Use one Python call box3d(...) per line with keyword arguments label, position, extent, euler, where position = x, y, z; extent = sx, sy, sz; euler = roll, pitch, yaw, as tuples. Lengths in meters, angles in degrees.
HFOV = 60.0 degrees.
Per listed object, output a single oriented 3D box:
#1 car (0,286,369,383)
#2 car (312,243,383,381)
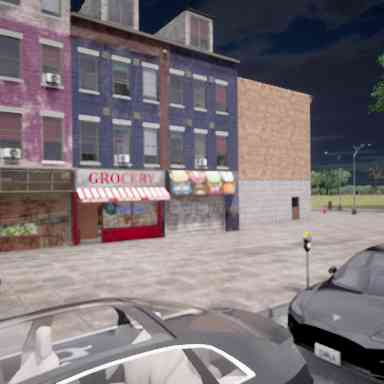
box3d(label="car", position=(-1.041, 1.550, 2.081), extent=(4.403, 1.369, 2.008), euler=(0, -1, -35))
box3d(label="car", position=(3.383, 1.553, 5.237), extent=(4.313, 1.339, 1.947), euler=(0, -1, -35))
